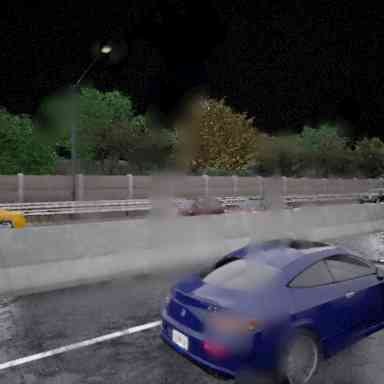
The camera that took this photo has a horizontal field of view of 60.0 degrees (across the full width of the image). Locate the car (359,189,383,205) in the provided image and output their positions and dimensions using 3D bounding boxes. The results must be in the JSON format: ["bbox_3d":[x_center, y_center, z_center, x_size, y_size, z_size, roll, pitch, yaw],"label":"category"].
[{"bbox_3d":[23.450,0.590,42.187,5.566,2.045,2.150,-1,0,-35],"label":"car"}]

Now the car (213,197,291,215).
[{"bbox_3d":[3.842,1.151,19.630,4.553,1.767,2.097,-1,1,-35],"label":"car"}]

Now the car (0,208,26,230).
[{"bbox_3d":[-11.461,1.469,17.311,5.008,1.535,1.882,-1,1,-36],"label":"car"}]

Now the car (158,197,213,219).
[{"bbox_3d":[0.087,1.181,21.249,4.553,1.767,2.097,-1,1,-35],"label":"car"}]

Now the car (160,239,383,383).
[{"bbox_3d":[1.741,1.469,5.112,4.674,1.442,1.812,-1,1,-36],"label":"car"}]
